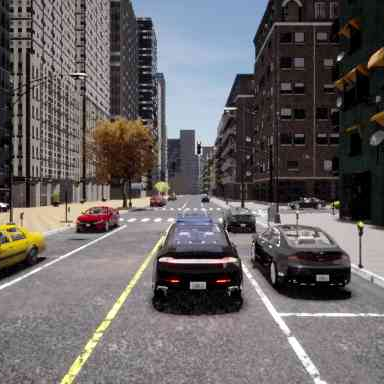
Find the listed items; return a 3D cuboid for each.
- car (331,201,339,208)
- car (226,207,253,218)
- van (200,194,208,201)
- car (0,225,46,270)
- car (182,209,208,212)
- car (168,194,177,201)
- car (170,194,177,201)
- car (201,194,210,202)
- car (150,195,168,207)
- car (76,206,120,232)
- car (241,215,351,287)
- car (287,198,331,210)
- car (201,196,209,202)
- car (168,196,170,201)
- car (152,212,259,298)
[{"bbox_3d":[18.999,1.259,39.548,4.829,1.417,1.752,-1,1,0],"label":"car"},{"bbox_3d":[2.778,1.555,20.161,2.008,1.369,4.403,0,0,0],"label":"car"},{"bbox_3d":[3.072,1.424,85.686,1.690,1.788,3.998,0,0,0],"label":"van"},{"bbox_3d":[-5.653,1.526,8.963,1.752,1.417,4.829,0,0,0],"label":"car"},{"bbox_3d":[0.159,1.605,18.613,1.895,1.301,4.718,0,0,1],"label":"car"},{"bbox_3d":[-5.284,1.409,91.246,2.192,1.841,5.009,0,0,0],"label":"car"},{"bbox_3d":[-5.308,1.649,85.724,1.947,1.339,4.313,0,0,0],"label":"car"},{"bbox_3d":[3.023,1.630,74.639,1.947,1.339,4.313,0,0,0],"label":"car"},{"bbox_3d":[-5.457,1.349,52.586,2.192,1.841,5.009,0,0,0],"label":"car"},{"bbox_3d":[-5.602,1.549,20.198,1.887,1.381,4.507,0,0,0],"label":"car"},{"bbox_3d":[2.728,1.551,9.095,2.008,1.369,4.403,0,0,0],"label":"car"},{"bbox_3d":[13.602,1.359,39.518,4.403,1.369,2.008,-1,1,0],"label":"car"},{"bbox_3d":[3.049,1.598,80.332,1.752,1.417,4.829,0,0,0],"label":"car"},{"bbox_3d":[-5.432,1.607,58.109,1.947,1.339,4.313,0,0,0],"label":"car"},{"bbox_3d":[0.126,1.492,8.496,2.128,1.511,4.902,0,0,0],"label":"car"}]
